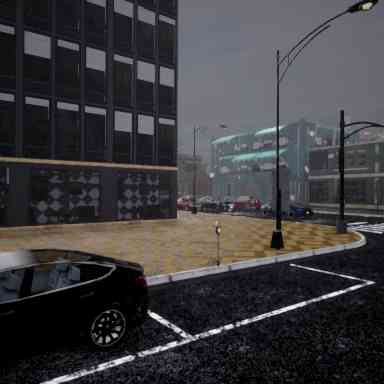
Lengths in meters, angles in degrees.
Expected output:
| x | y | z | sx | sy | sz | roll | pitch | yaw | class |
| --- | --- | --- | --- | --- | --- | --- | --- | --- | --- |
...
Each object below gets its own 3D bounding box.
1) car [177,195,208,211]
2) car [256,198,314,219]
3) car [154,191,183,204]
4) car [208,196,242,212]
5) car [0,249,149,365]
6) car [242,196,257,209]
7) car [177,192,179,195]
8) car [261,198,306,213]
| x | y | z | sx | sy | sz | roll | pitch | yaw | class |
| --- | --- | --- | --- | --- | --- | --- | --- | --- | --- |
| -0.695 | 1.234 | 33.737 | 1.802 | 1.307 | 4.206 | 1 | 0 | -36 | car |
| 7.595 | 1.359 | 26.788 | 1.994 | 1.385 | 4.181 | 0 | 0 | -36 | car |
| -3.762 | 0.797 | 52.110 | 2.192 | 1.841 | 5.009 | 1 | 0 | -36 | car |
| 2.357 | 1.176 | 33.943 | 2.128 | 1.511 | 4.902 | 0 | 0 | -36 | car |
| -2.681 | 1.566 | 4.643 | 4.313 | 1.339 | 1.947 | 0 | 0 | -35 | car |
| 6.068 | 1.134 | 38.690 | 1.967 | 1.590 | 4.097 | 1 | 0 | -36 | car |
| -0.490 | 1.105 | 47.637 | 2.008 | 1.369 | 4.403 | 1 | 0 | -36 | car |
| 9.344 | 1.345 | 34.215 | 1.802 | 1.307 | 4.206 | 1 | 0 | -36 | car |
